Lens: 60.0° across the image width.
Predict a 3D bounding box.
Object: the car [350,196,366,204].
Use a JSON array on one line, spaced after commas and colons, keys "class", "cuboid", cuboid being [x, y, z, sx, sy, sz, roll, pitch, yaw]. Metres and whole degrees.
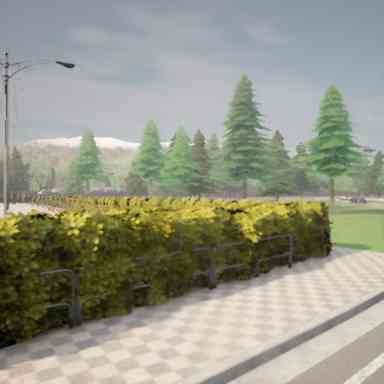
[{"class": "car", "cuboid": [32.674, 1.553, 65.653, 2.128, 1.511, 4.902, 0, 0, 9]}]
